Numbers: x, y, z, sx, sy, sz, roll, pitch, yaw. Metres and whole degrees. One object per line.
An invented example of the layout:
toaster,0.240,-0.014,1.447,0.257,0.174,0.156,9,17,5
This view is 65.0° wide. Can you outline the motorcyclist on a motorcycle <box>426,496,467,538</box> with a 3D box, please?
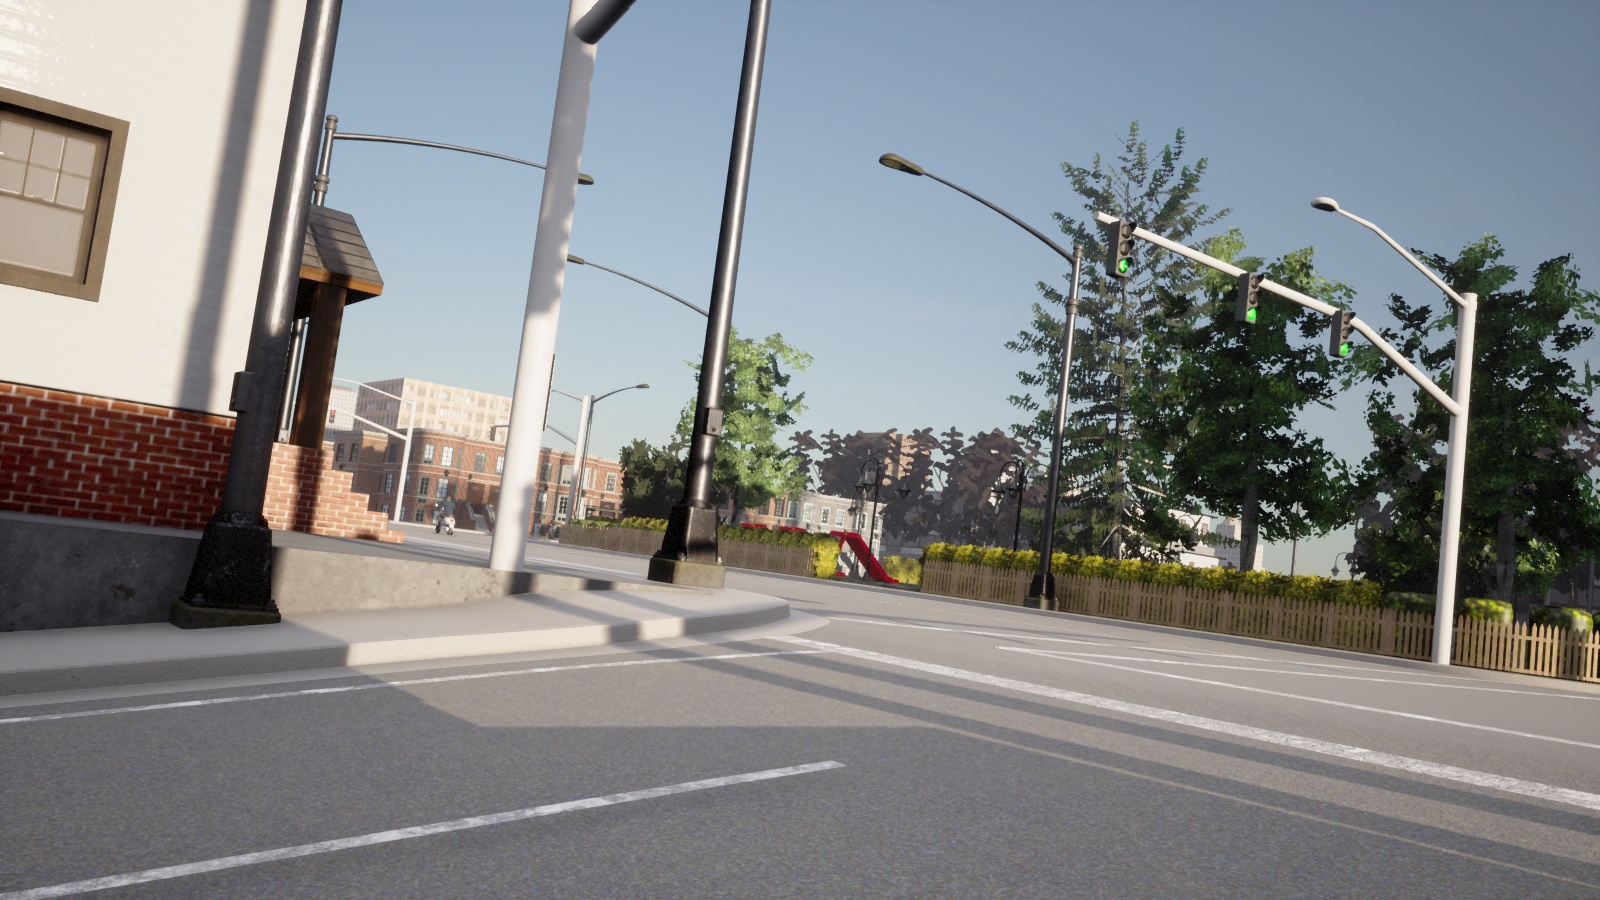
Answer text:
motorcyclist on a motorcycle,-14.757,2.788,52.388,0.866,1.590,1.817,10,-6,-35
